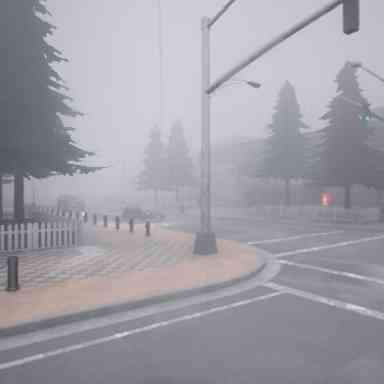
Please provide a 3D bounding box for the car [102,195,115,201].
[{"bbox_3d":[-18.921,1.407,75.068,1.845,1.501,3.633,0,0,-37],"label":"car"}]

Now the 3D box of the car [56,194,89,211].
[{"bbox_3d":[-15.022,1.340,41.055,2.150,2.045,5.566,0,0,-37],"label":"car"}]

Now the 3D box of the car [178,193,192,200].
[{"bbox_3d":[-1.840,1.123,88.110,1.905,1.878,3.866,0,0,-37],"label":"car"}]

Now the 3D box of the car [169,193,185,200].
[{"bbox_3d":[-3.926,1.142,86.046,1.932,1.855,4.605,0,0,-37],"label":"car"}]

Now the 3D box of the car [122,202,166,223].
[{"bbox_3d":[-3.886,1.548,26.246,1.812,1.442,4.674,0,0,-37],"label":"car"}]

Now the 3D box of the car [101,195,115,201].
[{"bbox_3d":[-20.957,1.419,82.801,1.970,1.475,3.806,0,0,-37],"label":"car"}]
